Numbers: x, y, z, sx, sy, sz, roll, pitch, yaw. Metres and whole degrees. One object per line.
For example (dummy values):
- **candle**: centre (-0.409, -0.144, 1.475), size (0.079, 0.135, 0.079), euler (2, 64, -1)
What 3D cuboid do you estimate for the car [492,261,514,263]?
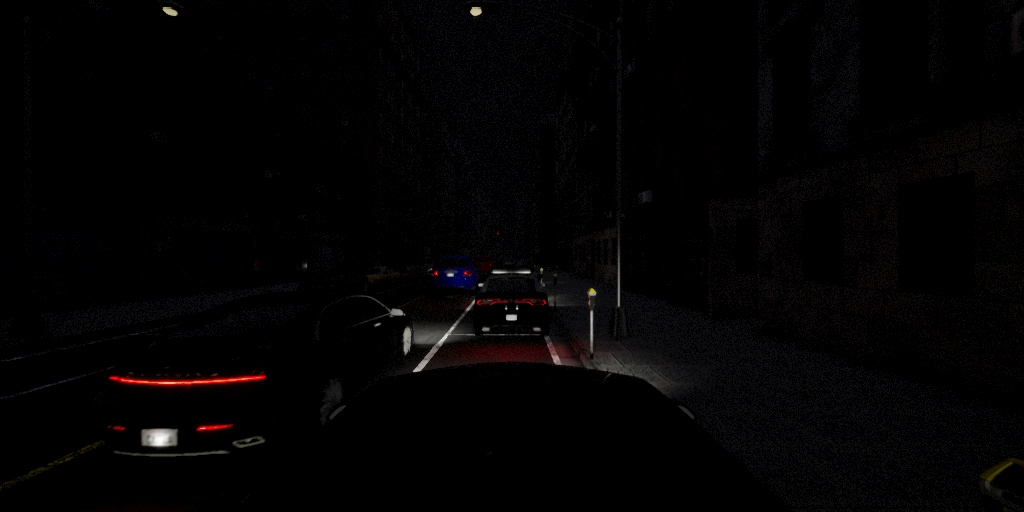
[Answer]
- **car**: centre (-0.383, 1.315, 28.035), size (1.948, 1.339, 4.313), euler (0, 0, 0)

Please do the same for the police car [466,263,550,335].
- **police car**: centre (-0.012, 1.175, 10.610), size (1.930, 1.638, 5.238), euler (0, 0, 0)

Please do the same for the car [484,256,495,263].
- **car**: centre (-3.012, 0.967, 36.615), size (2.150, 2.045, 5.566), euler (0, 0, 0)

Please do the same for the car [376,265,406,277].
- **car**: centre (-8.408, 1.275, 22.461), size (1.751, 1.417, 4.829), euler (0, 0, 0)

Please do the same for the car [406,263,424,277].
- **car**: centre (-8.408, 1.331, 28.044), size (1.802, 1.307, 4.207), euler (0, 0, 0)

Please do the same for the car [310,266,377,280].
- **car**: centre (-8.408, 1.315, 17.218), size (1.948, 1.339, 4.313), euler (0, 0, 0)

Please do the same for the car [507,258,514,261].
- **car**: centre (-0.383, 1.269, 39.031), size (1.751, 1.417, 4.829), euler (0, 0, 0)

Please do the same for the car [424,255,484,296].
- **car**: centre (-2.924, 0.973, 19.560), size (2.150, 2.045, 5.566), euler (0, 0, -1)

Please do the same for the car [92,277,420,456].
- **car**: centre (-2.919, 1.255, 5.392), size (1.837, 1.490, 4.892), euler (0, 0, 0)
